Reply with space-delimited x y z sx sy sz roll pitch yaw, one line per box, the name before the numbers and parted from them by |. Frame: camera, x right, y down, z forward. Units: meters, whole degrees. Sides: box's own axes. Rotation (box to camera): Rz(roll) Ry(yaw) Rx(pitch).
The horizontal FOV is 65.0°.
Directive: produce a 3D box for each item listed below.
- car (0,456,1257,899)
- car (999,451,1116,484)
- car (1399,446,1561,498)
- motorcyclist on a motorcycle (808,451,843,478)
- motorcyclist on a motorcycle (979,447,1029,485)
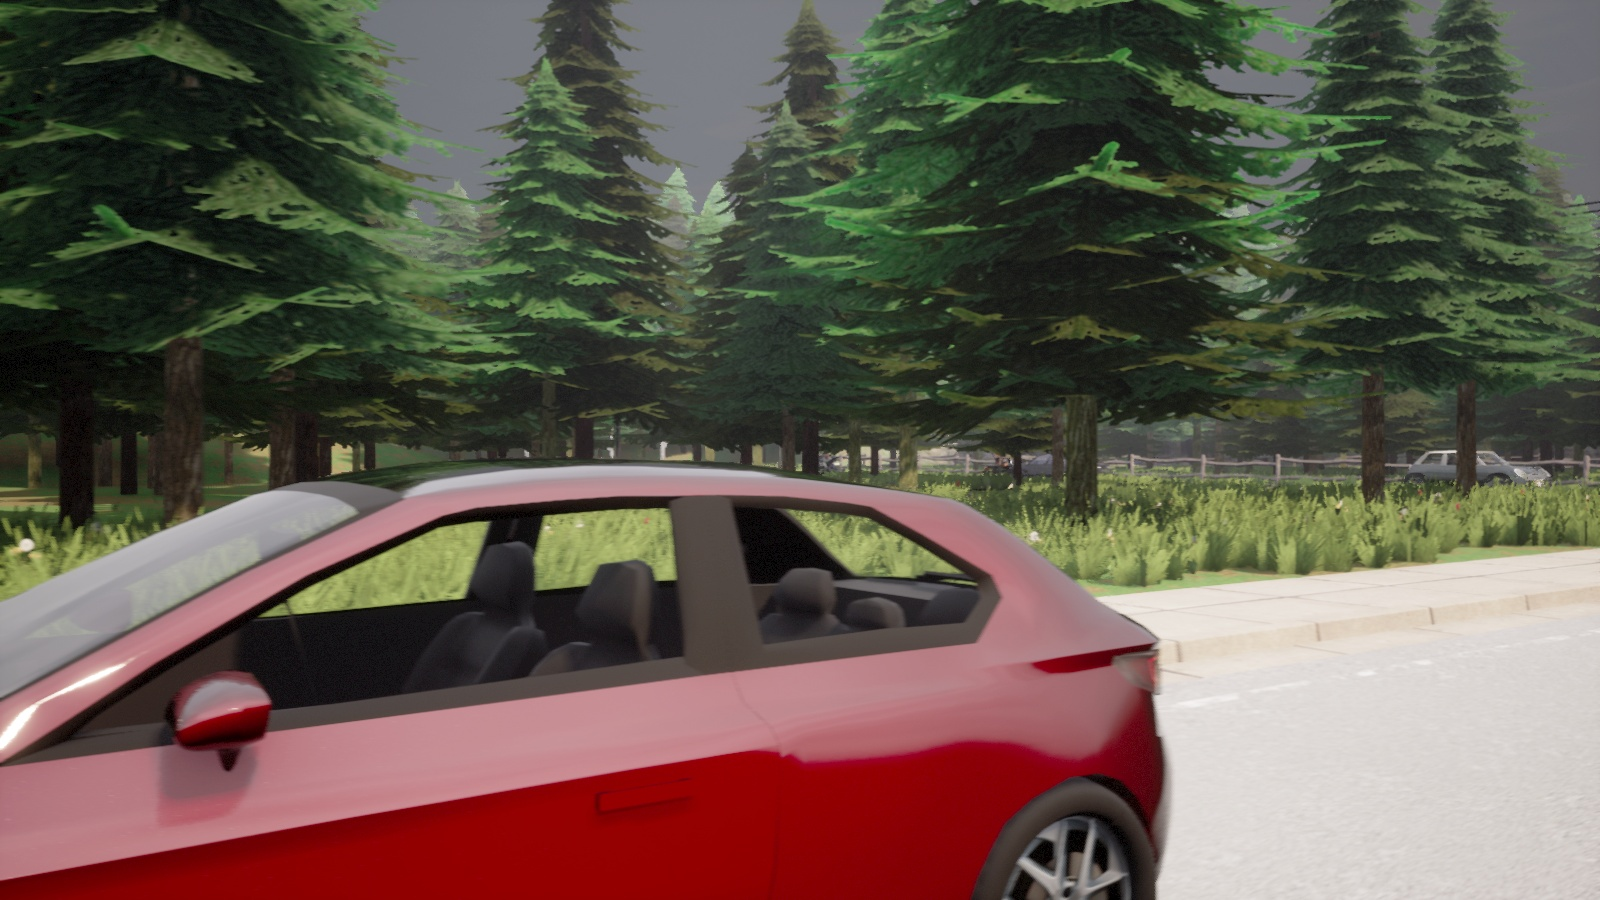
car | -0.995 0.766 2.966 4.193 1.474 1.816 0 0 -35
car | 11.669 0.762 57.228 2.033 1.411 5.357 0 0 -34
car | 20.361 0.617 37.719 1.970 1.475 3.806 0 0 -32
motorcyclist on a motorcycle | 1.465 0.808 72.502 0.866 1.530 2.191 0 0 -35
motorcyclist on a motorcycle | 8.922 0.675 55.039 0.766 1.649 2.350 0 0 -34
